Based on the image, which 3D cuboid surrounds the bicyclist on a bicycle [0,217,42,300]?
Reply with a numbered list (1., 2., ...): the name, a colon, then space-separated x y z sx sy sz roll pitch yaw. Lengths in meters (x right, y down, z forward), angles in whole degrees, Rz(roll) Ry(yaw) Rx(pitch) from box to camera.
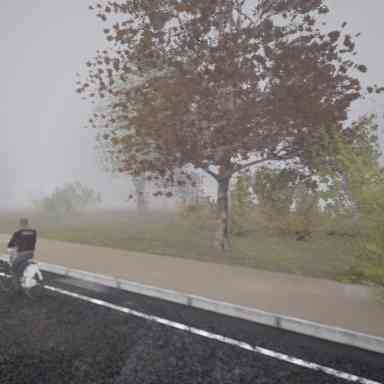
1. bicyclist on a bicycle: -3.884 1.439 7.465 1.843 1.776 0.659 0 0 36
